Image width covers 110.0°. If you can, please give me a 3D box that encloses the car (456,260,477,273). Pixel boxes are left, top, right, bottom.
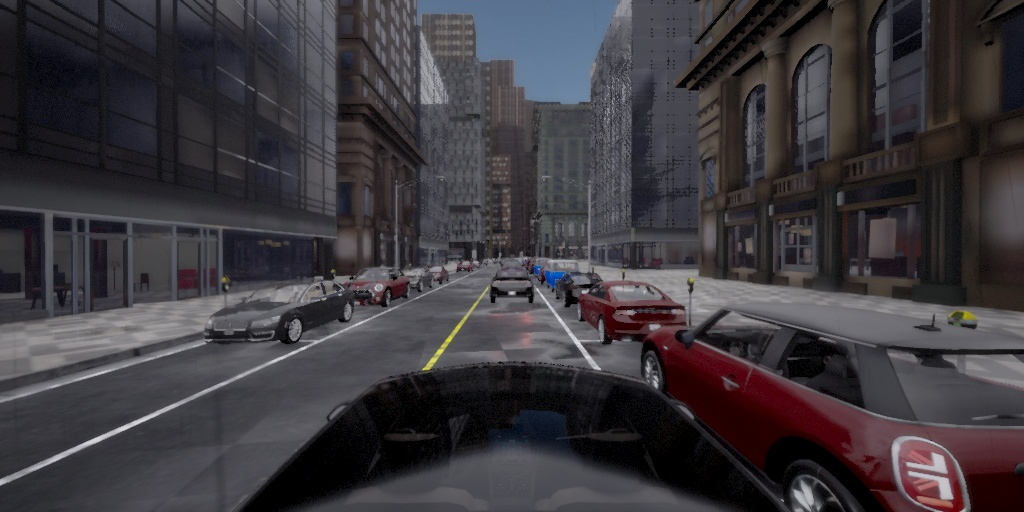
[{"bbox_3d":[-5.668,1.290,43.264,1.888,1.381,4.507,0,0,0],"label":"car"}]

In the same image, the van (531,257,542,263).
[{"bbox_3d":[2.857,1.088,31.968,1.690,1.789,3.998,0,0,0],"label":"van"}]

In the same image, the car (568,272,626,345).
[{"bbox_3d":[2.857,1.293,9.374,1.888,1.381,4.507,0,0,0],"label":"car"}]

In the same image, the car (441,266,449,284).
[{"bbox_3d":[-5.668,1.329,26.317,1.802,1.307,4.207,0,0,0],"label":"car"}]

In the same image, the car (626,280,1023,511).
[{"bbox_3d":[2.857,1.189,3.725,1.967,1.591,4.097,0,0,0],"label":"car"}]

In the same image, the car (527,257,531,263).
[{"bbox_3d":[2.858,1.062,37.617,2.192,1.841,5.009,0,0,0],"label":"car"}]

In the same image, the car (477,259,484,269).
[{"bbox_3d":[-5.668,1.320,54.562,1.802,1.307,4.207,0,0,0],"label":"car"}]

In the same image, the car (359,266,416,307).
[{"bbox_3d":[-5.668,1.188,15.019,1.967,1.591,4.097,0,0,0],"label":"car"}]

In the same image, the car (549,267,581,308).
[{"bbox_3d":[2.857,1.314,15.023,1.948,1.339,4.313,0,0,0],"label":"car"}]

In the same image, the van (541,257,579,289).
[{"bbox_3d":[2.857,1.088,20.671,1.690,1.789,3.998,0,0,0],"label":"van"}]

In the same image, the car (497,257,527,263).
[{"bbox_3d":[0.001,1.115,31.471,2.097,1.767,4.553,0,0,0],"label":"car"}]

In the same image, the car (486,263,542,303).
[{"bbox_3d":[0.000,1.244,16.501,2.128,1.511,4.902,0,0,0],"label":"car"}]

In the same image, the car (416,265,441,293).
[{"bbox_3d":[-5.668,1.298,20.668,2.007,1.370,4.403,0,0,0],"label":"car"}]

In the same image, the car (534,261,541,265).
[{"bbox_3d":[2.857,1.293,26.320,1.888,1.381,4.507,0,0,0],"label":"car"}]

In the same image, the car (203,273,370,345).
[{"bbox_3d":[-5.668,1.299,9.370,2.007,1.370,4.403,0,0,0],"label":"car"}]
